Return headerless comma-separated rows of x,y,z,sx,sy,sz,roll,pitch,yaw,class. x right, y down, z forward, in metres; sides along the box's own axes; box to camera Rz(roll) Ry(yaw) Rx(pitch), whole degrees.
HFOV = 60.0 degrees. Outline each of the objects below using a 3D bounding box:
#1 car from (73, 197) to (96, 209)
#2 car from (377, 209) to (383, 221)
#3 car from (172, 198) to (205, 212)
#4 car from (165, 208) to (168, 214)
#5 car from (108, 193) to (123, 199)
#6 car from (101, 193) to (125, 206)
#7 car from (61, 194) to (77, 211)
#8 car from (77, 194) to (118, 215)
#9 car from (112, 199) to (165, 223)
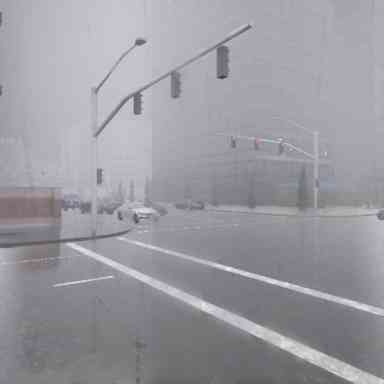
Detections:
-15.419,1.526,47.450,1.812,1.442,4.674,0,0,-35,car
16.388,1.525,25.610,4.674,1.442,1.812,0,0,-26,car
-0.506,1.491,38.955,2.128,1.511,4.902,0,0,-35,car
-4.404,1.547,32.061,2.033,1.411,5.357,0,0,-36,car
-9.786,1.352,39.571,2.097,1.767,4.553,0,0,-36,car
-13.727,1.221,57.419,2.150,2.045,5.566,0,0,-36,car
-15.121,1.221,41.007,2.150,2.045,5.566,0,0,-36,car
-9.521,1.352,33.195,2.097,1.767,4.553,0,0,-36,car
-4.292,1.526,25.899,1.812,1.442,4.674,0,0,-36,car
